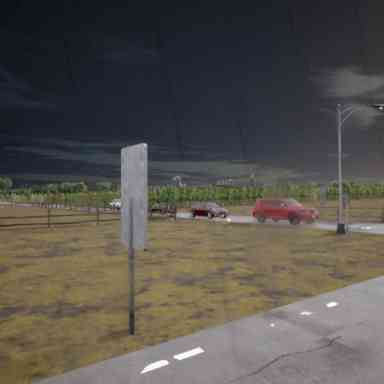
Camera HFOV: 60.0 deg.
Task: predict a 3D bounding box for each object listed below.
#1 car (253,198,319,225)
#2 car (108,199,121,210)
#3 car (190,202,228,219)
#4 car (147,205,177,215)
[{"bbox_3d":[7.416,1.507,26.968,2.150,2.045,5.566,0,-1,-36],"label":"car"},{"bbox_3d":[-13.508,2.276,61.001,2.150,2.045,5.566,0,-1,-36],"label":"car"},{"bbox_3d":[1.743,1.823,34.840,2.097,1.767,4.553,0,-1,-36],"label":"car"},{"bbox_3d":[-3.848,2.258,42.595,1.895,1.301,4.718,0,-1,-36],"label":"car"}]
